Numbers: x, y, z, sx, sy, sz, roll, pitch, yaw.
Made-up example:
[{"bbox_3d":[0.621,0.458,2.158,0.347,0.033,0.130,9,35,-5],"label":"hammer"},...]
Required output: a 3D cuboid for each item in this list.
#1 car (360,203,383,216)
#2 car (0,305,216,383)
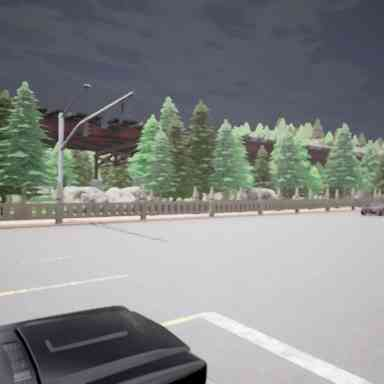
[{"bbox_3d":[19.694,1.811,35.267,4.181,1.385,1.994,0,0,-36],"label":"car"},{"bbox_3d":[-2.118,1.597,2.253,4.718,1.301,1.895,0,0,-35],"label":"car"}]
